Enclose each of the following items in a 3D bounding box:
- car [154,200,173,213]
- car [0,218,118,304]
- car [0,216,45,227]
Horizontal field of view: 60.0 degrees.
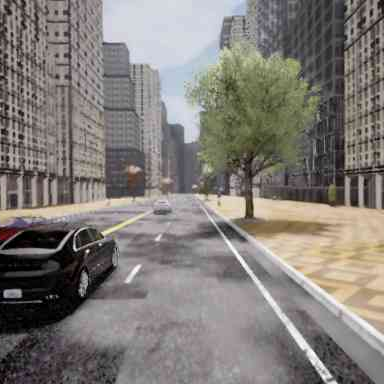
[{"bbox_3d":[-3.225,1.576,37.495,1.812,1.442,4.674,-1,0,0],"label":"car"},{"bbox_3d":[-3.162,1.544,8.278,1.837,1.490,4.892,-1,0,0],"label":"car"},{"bbox_3d":[-6.616,1.644,12.951,1.994,1.385,4.181,-1,0,0],"label":"car"}]
